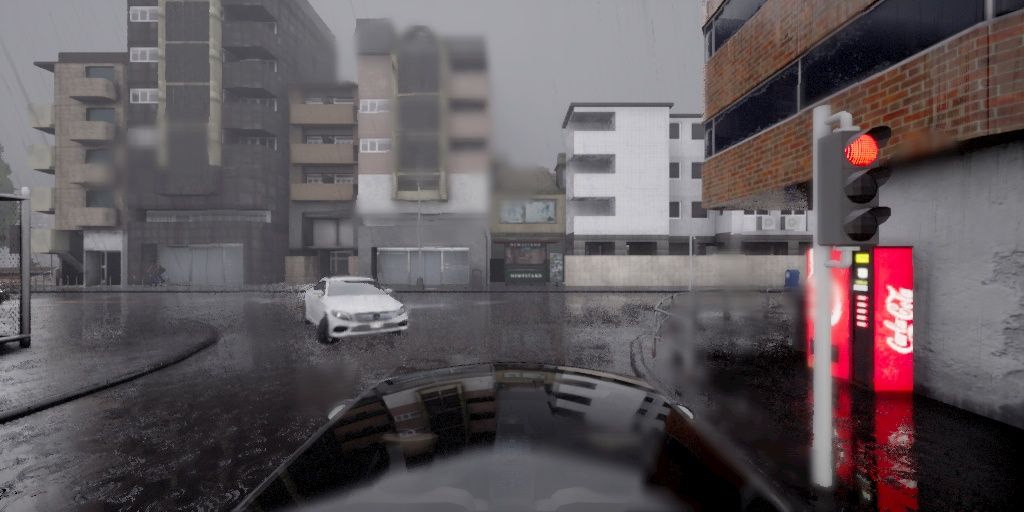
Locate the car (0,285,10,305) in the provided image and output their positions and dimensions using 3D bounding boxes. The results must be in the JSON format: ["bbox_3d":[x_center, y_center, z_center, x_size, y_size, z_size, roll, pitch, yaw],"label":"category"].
[{"bbox_3d":[-21.975,1.254,13.352,4.892,1.490,1.837,0,0,0],"label":"car"}]

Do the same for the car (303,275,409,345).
[{"bbox_3d":[-4.434,1.276,9.835,1.812,1.442,4.674,2,-1,-38],"label":"car"}]

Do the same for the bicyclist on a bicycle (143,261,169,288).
[{"bbox_3d":[-21.609,1.099,21.745,0.582,1.620,1.656,0,0,0],"label":"bicyclist on a bicycle"}]
